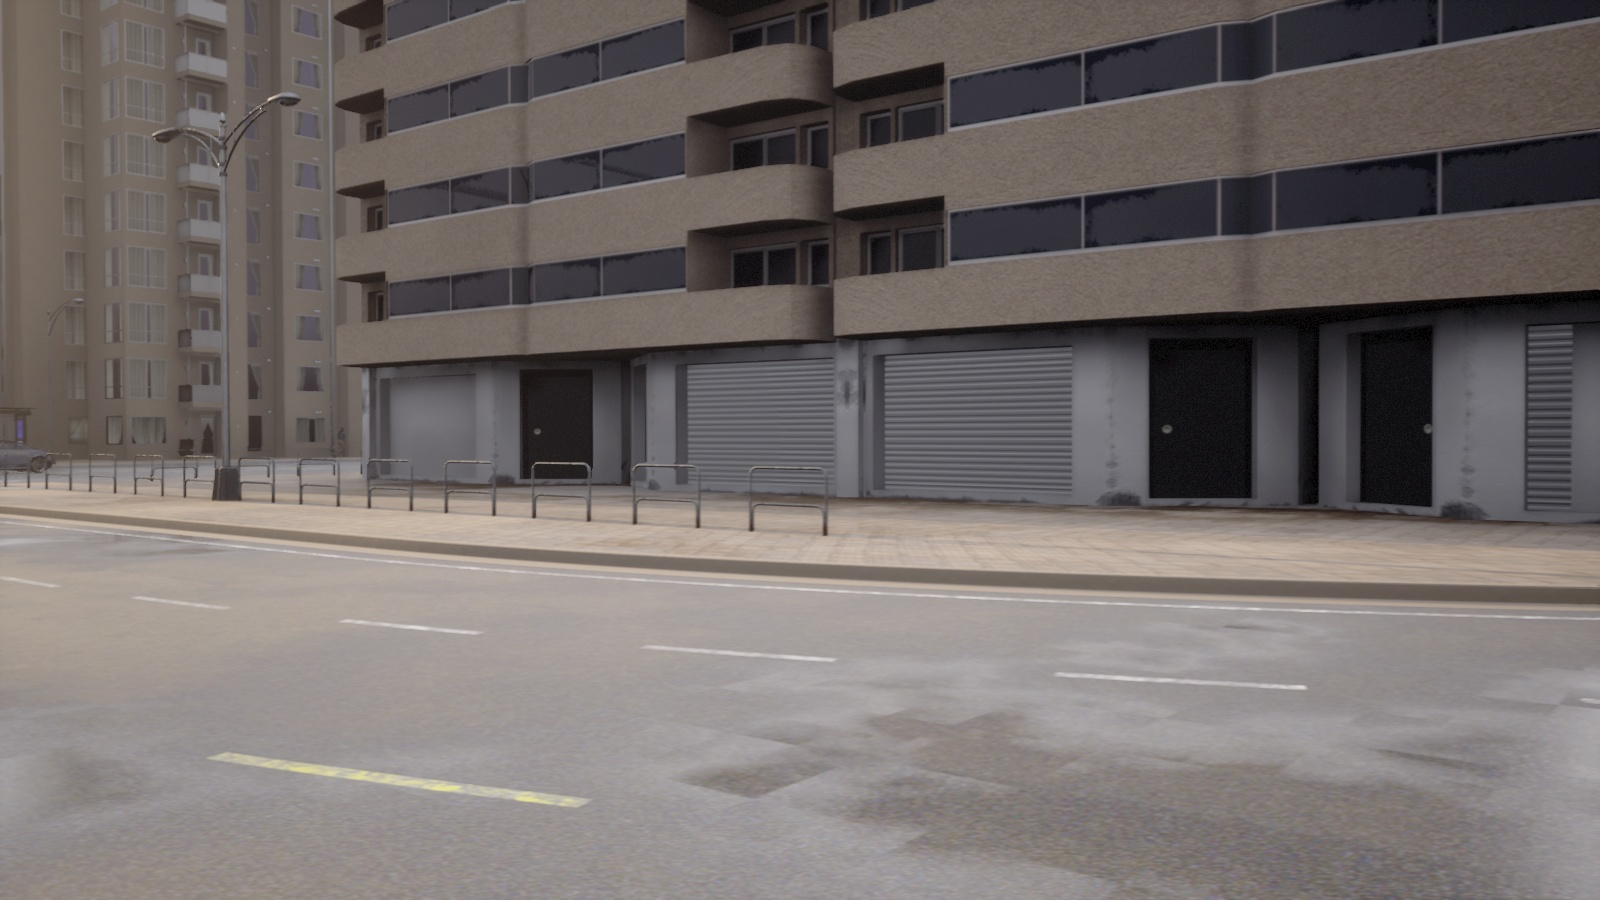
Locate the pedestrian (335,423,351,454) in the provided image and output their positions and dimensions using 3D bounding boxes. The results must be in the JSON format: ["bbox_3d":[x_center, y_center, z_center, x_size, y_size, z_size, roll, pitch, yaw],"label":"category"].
[{"bbox_3d":[-26.979,-0.681,74.168,0.540,1.848,0.694,1,1,36],"label":"pedestrian"}]

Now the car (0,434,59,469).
[{"bbox_3d":[-32.918,0.043,51.262,1.994,1.385,4.181,1,1,37],"label":"car"}]
